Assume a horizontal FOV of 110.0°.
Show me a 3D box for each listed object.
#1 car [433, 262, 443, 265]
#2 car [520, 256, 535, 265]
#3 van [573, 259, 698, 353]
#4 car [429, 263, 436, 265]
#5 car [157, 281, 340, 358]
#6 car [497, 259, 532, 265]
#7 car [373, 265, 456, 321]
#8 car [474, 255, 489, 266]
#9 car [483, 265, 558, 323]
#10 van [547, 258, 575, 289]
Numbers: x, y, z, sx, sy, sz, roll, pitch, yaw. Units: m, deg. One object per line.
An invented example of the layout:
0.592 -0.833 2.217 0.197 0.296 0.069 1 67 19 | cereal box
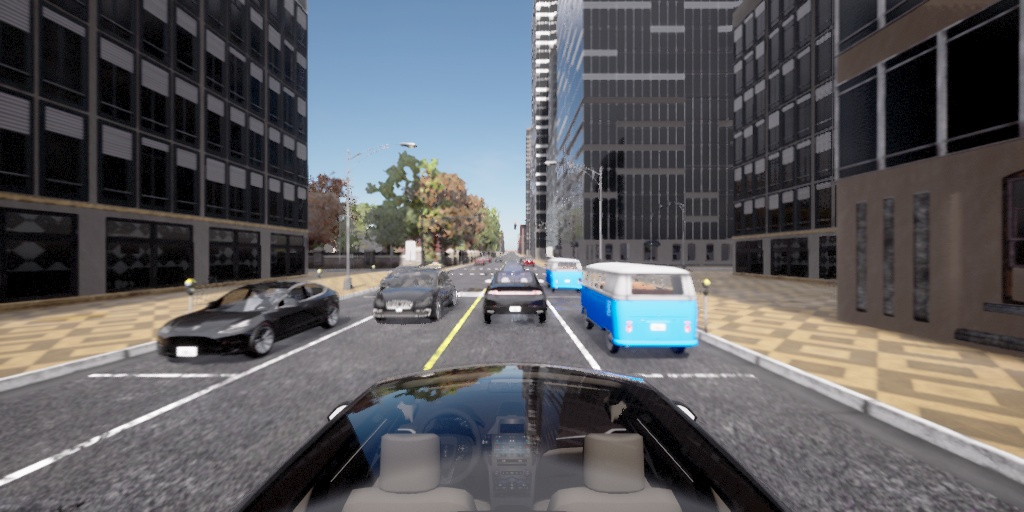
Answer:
-5.820 1.161 27.086 1.751 1.417 4.829 0 0 0 | car
2.689 0.923 57.979 1.967 1.591 4.097 0 0 0 | car
2.691 1.067 8.457 1.690 1.789 3.998 0 0 0 | van
-5.771 1.238 19.852 1.948 1.339 4.313 0 0 0 | car
-5.690 1.292 8.455 1.948 1.339 4.313 0 0 0 | car
0.091 1.190 25.784 2.033 1.411 5.357 0 0 0 | car
-3.099 1.214 12.251 1.837 1.490 4.892 0 0 0 | car
-5.692 1.000 63.657 1.888 1.381 4.507 0 0 0 | car
0.090 1.199 11.901 2.128 1.511 4.902 0 0 0 | car
2.772 1.013 19.854 1.690 1.789 3.998 0 0 0 | van
